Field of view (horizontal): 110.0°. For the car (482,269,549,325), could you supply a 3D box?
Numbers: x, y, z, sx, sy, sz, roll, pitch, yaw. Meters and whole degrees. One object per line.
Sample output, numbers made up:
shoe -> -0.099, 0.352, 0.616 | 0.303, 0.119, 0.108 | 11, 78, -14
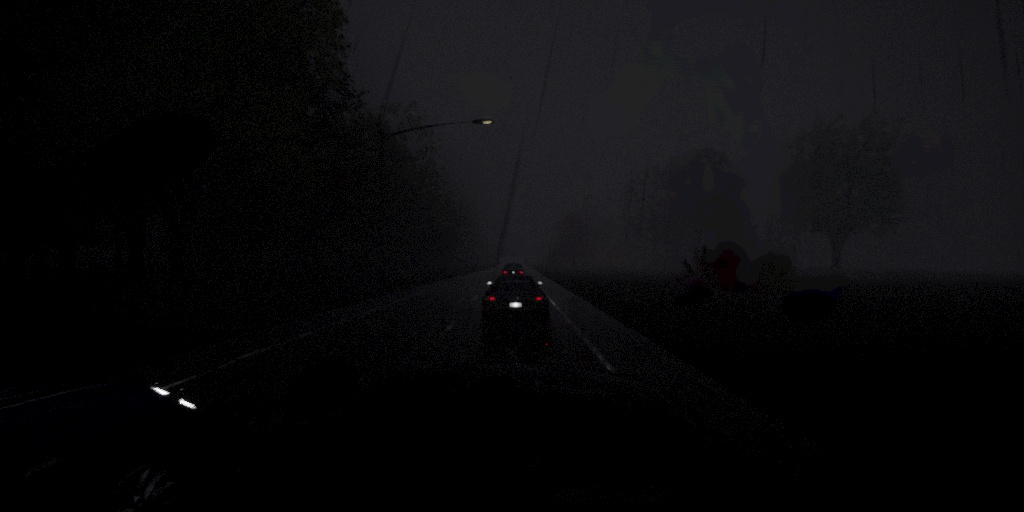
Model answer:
car -> 0.101, 1.309, 11.840 | 1.994, 1.385, 4.181 | 0, 0, 0

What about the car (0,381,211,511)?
car -> -3.398, 1.103, 0.888 | 2.097, 1.767, 4.553 | 0, 0, 0

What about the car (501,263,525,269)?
car -> 0.105, 1.284, 29.701 | 2.033, 1.411, 5.357 | 0, 0, 0
